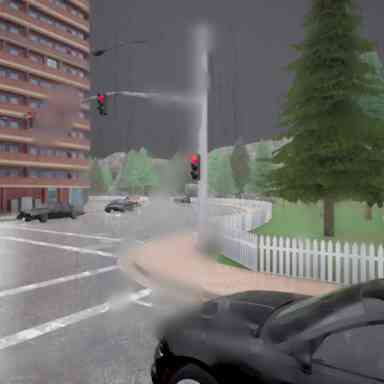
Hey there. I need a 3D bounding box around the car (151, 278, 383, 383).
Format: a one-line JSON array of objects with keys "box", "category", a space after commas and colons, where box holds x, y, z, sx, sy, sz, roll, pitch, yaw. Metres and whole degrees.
[{"box": [1.873, 1.478, 2.653, 5.008, 1.535, 1.882, 0, 0, 36], "category": "car"}]

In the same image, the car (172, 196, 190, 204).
[{"box": [-2.007, 1.441, 60.759, 1.837, 1.490, 4.892, 1, 0, -26], "category": "car"}]

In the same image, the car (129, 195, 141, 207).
[{"box": [-8.769, 1.288, 48.917, 2.097, 1.767, 4.553, 0, 0, -16], "category": "car"}]

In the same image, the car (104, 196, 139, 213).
[{"box": [-7.738, 1.486, 36.028, 2.033, 1.411, 5.357, 0, 0, 6], "category": "car"}]

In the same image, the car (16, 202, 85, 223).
[{"box": [-10.641, 1.487, 25.586, 2.033, 1.411, 5.357, 0, 0, 24], "category": "car"}]
